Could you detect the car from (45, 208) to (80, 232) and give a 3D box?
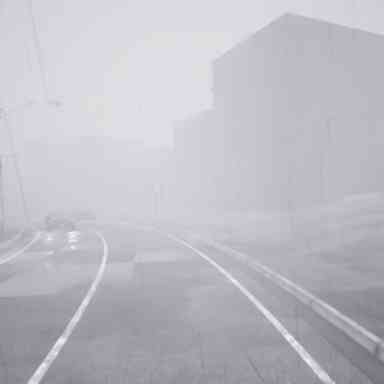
[{"bbox_3d":[-9.833,2.091,24.653,1.812,1.442,4.674,-2,-1,-27],"label":"car"}]

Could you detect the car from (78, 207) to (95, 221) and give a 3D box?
[{"bbox_3d":[-11.588,2.320,34.695,1.812,1.442,4.674,-2,-1,-34],"label":"car"}]
